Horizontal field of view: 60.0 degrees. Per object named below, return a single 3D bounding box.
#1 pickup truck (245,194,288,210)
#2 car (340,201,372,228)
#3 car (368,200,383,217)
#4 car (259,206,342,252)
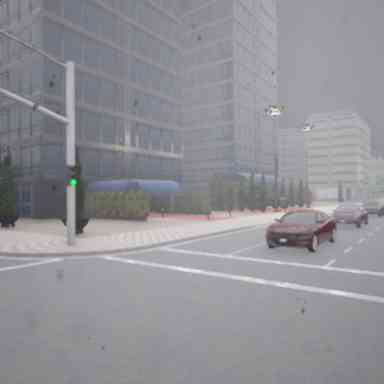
[{"bbox_3d":[9.748,1.290,43.854,6.274,2.098,2.390,0,0,-24],"label":"pickup truck"},{"bbox_3d":[10.828,1.588,22.865,1.812,1.442,4.674,-1,-1,36],"label":"car"},{"bbox_3d":[17.157,1.572,31.782,1.837,1.490,4.892,-1,-1,36],"label":"car"},{"bbox_3d":[4.845,1.537,14.475,1.882,1.535,5.008,-1,-1,35],"label":"car"}]
